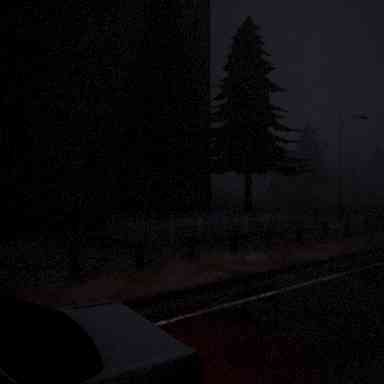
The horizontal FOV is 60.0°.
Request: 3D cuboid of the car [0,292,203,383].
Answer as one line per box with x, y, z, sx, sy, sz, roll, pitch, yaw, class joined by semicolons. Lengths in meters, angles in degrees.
-2.320;1.606;2.317;4.718;1.301;1.895;-1;0;-35;car
